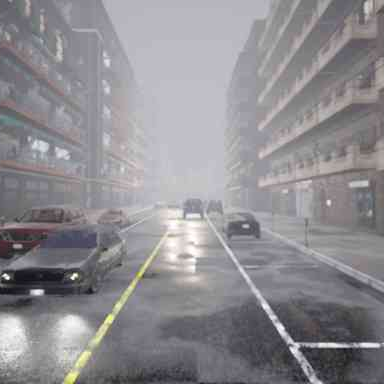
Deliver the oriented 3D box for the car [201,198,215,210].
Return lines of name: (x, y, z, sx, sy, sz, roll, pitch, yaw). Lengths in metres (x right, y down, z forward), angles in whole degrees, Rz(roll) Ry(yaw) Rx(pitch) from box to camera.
car: (2.756, 2.024, 57.835, 2.192, 1.841, 5.009, 1, -1, 0)

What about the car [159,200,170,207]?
car: (-5.617, 2.371, 68.840, 1.752, 1.417, 4.829, 1, -1, 0)

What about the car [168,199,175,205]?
car: (-5.596, 2.650, 91.109, 1.752, 1.417, 4.829, 1, -1, 0)

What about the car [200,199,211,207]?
car: (2.764, 2.288, 68.969, 1.967, 1.590, 4.097, 1, -1, 0)

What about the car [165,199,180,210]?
car: (-3.003, 2.172, 56.674, 1.882, 1.535, 5.008, 0, -1, 1)

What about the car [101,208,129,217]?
car: (-5.659, 1.881, 24.468, 1.802, 1.307, 4.206, 1, -1, 0)

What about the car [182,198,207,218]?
car: (0.126, 1.654, 35.377, 2.150, 2.045, 5.566, 0, -1, 0)

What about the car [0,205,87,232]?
car: (-5.666, 1.478, 13.336, 2.192, 1.841, 5.009, 1, -1, 0)

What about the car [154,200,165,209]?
car: (-5.627, 2.260, 57.874, 2.008, 1.369, 4.403, 1, -1, 0)

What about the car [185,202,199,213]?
car: (0.075, 2.087, 45.896, 1.812, 1.442, 4.674, 0, -1, 1)

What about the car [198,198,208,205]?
car: (2.782, 2.372, 85.674, 2.192, 1.841, 5.009, 1, -1, 0)

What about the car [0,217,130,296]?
car: (-3.094, 1.662, 9.320, 2.033, 1.411, 5.357, 0, -1, 0)

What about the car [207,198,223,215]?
car: (2.740, 1.818, 41.133, 2.192, 1.841, 5.009, 1, -1, 0)

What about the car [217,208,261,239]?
car: (2.716, 1.797, 18.860, 1.947, 1.339, 4.313, 1, -1, 0)
